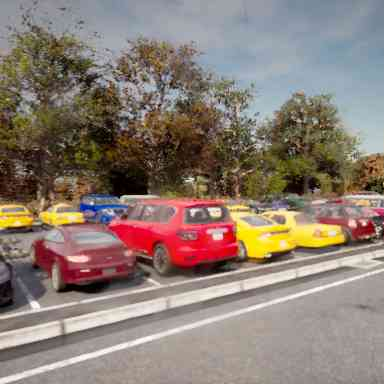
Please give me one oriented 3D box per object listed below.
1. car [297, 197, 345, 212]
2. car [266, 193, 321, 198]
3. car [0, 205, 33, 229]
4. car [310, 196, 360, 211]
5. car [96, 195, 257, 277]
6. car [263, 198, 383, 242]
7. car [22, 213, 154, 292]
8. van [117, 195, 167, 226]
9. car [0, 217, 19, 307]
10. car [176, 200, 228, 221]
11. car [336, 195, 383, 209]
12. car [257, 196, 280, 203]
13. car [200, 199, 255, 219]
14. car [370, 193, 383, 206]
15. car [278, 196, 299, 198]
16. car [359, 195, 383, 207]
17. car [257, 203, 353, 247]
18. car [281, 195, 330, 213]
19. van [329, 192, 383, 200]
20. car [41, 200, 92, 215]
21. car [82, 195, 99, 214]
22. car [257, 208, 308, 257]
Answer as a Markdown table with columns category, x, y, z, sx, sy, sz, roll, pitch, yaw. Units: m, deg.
| category | x | y | z | sx | sy | sz | roll | pitch | yaw |
| --- | --- | --- | --- | --- | --- | --- | --- | --- | --- |
| car | 14.405 | 1.352 | 37.460 | 2.002 | 1.452 | 4.674 | -1 | 0 | -35 |
| car | 9.862 | 1.102 | 34.235 | 2.435 | 2.045 | 5.566 | 0 | 0 | -35 |
| car | -10.770 | 1.521 | 19.790 | 2.097 | 1.535 | 5.008 | 0 | 0 | -35 |
| car | 16.689 | 1.291 | 39.052 | 2.097 | 1.535 | 5.008 | -1 | 0 | -35 |
| car | -0.866 | 1.254 | 10.802 | 2.435 | 2.045 | 5.566 | 0 | 0 | -35 |
| car | 5.902 | 1.326 | 15.476 | 2.185 | 1.767 | 4.553 | 0 | 0 | -35 |
| car | -3.125 | 1.563 | 9.179 | 2.002 | 1.452 | 4.674 | 0 | 0 | -35 |
| van | -3.767 | 1.241 | 24.567 | 1.878 | 1.987 | 4.442 | 0 | 0 | -35 |
| car | -5.390 | 1.566 | 7.558 | 2.163 | 1.488 | 4.792 | 0 | 0 | -35 |
| car | 0.725 | 1.470 | 27.864 | 2.002 | 1.452 | 4.674 | 0 | 0 | -35 |
| car | 21.242 | 1.247 | 42.259 | 2.097 | 1.535 | 5.008 | -1 | 0 | -35 |
| car | 5.283 | 1.393 | 31.066 | 2.231 | 1.521 | 4.892 | 0 | 0 | -35 |
| car | 3.004 | 1.411 | 29.465 | 2.097 | 1.535 | 5.008 | 0 | 0 | -35 |
| car | 28.067 | 1.052 | 47.079 | 2.185 | 1.767 | 4.553 | -1 | 0 | -35 |
| car | 7.549 | 1.403 | 32.682 | 2.163 | 1.488 | 4.792 | 0 | 0 | -35 |
| car | 25.802 | 1.203 | 45.459 | 2.231 | 1.521 | 4.892 | -1 | 0 | -35 |
| car | 3.602 | 1.466 | 14.128 | 1.946 | 1.575 | 5.366 | 0 | 0 | -35 |
| car | 12.143 | 1.207 | 35.832 | 2.185 | 1.767 | 4.553 | -1 | 0 | -35 |
| van | 10.476 | 1.188 | 18.866 | 1.878 | 1.987 | 4.442 | 0 | 0 | -35 |
| car | -8.499 | 1.499 | 21.616 | 1.946 | 1.575 | 5.366 | 0 | 0 | -35 |
| car | -6.098 | 1.233 | 23.039 | 2.435 | 2.045 | 5.566 | 0 | 0 | -35 |
| car | 1.433 | 1.487 | 12.373 | 2.097 | 1.535 | 5.008 | 0 | 0 | -35 |
